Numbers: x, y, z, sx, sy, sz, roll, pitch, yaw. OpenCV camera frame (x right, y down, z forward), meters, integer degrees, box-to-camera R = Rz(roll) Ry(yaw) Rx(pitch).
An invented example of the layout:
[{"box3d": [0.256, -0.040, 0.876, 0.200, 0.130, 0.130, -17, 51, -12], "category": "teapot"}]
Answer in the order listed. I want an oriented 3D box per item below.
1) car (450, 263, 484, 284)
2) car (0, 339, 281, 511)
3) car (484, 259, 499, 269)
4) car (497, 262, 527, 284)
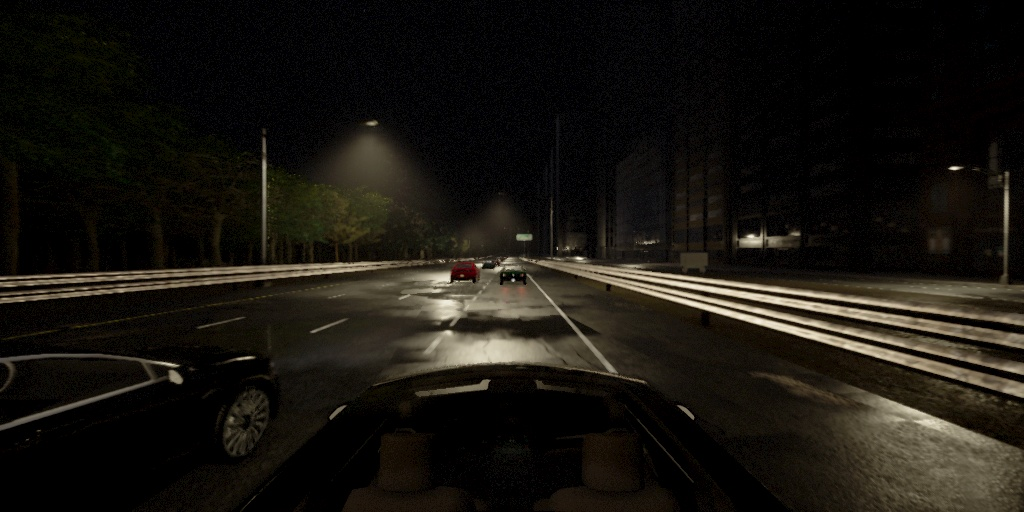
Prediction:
[{"box3d": [-3.529, 1.256, 27.719, 1.882, 1.535, 5.008, 0, 0, 0], "category": "car"}, {"box3d": [-3.499, 1.243, 2.052, 2.128, 1.511, 4.902, 0, 0, 0], "category": "car"}, {"box3d": [-3.648, 1.404, 57.725, 1.994, 1.385, 4.181, 0, 0, 0], "category": "car"}, {"box3d": [0.078, 1.376, 27.085, 1.895, 1.301, 4.718, 0, 0, 0], "category": "car"}]
